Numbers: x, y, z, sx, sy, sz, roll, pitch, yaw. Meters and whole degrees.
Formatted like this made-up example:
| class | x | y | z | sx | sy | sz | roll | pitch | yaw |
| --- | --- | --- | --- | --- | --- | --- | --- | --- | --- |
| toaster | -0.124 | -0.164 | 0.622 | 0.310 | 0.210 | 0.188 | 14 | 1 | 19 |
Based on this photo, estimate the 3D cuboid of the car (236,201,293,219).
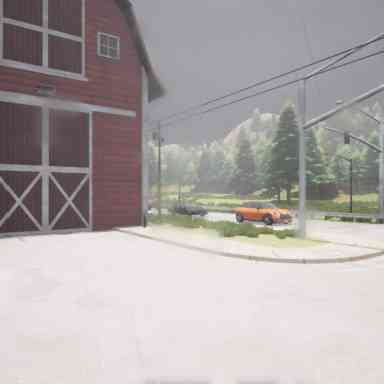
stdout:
| class | x | y | z | sx | sy | sz | roll | pitch | yaw |
| --- | --- | --- | --- | --- | --- | --- | --- | --- | --- |
| car | 5.473 | 1.526 | 25.612 | 2.097 | 1.767 | 4.553 | 0 | 0 | -34 |

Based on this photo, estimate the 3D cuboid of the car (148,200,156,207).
| class | x | y | z | sx | sy | sz | roll | pitch | yaw |
| --- | --- | --- | --- | --- | --- | --- | --- | --- | --- |
| car | -6.967 | 1.856 | 43.839 | 1.994 | 1.385 | 4.181 | 0 | 0 | -34 |

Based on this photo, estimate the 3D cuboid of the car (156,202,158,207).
| class | x | y | z | sx | sy | sz | roll | pitch | yaw |
| --- | --- | --- | --- | --- | --- | --- | --- | --- | --- |
| car | -6.558 | 1.850 | 49.597 | 1.812 | 1.442 | 4.674 | 0 | 0 | -34 |

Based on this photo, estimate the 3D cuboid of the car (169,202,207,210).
| class | x | y | z | sx | sy | sz | roll | pitch | yaw |
| --- | --- | --- | --- | --- | --- | --- | --- | --- | --- |
| car | -0.522 | 1.778 | 34.384 | 2.033 | 1.411 | 5.357 | 0 | 0 | -34 |
